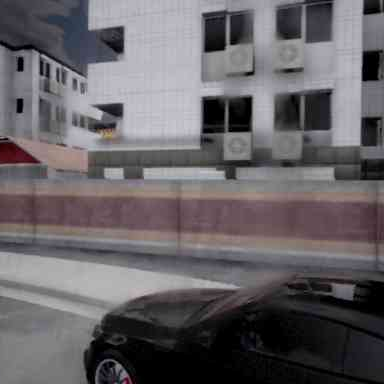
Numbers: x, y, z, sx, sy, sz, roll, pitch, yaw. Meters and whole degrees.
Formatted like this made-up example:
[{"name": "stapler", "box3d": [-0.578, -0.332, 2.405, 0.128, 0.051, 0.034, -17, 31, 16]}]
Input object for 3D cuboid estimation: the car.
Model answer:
[{"name": "car", "box3d": [1.041, 1.506, 3.037, 4.674, 1.442, 1.812, 1, 1, 34]}]
